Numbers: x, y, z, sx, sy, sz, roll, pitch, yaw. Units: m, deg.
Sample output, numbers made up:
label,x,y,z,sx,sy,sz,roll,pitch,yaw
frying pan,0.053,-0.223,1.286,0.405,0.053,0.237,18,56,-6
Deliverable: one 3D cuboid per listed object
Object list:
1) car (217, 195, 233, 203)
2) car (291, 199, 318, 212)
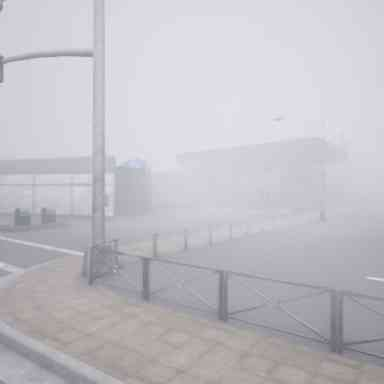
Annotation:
label,x,y,z,sx,sy,sz,roll,pitch,yaw
car,6.089,1.320,63.749,2.242,1.667,4.611,0,0,36
car,12.912,1.517,38.080,1.994,1.385,4.181,0,0,36
